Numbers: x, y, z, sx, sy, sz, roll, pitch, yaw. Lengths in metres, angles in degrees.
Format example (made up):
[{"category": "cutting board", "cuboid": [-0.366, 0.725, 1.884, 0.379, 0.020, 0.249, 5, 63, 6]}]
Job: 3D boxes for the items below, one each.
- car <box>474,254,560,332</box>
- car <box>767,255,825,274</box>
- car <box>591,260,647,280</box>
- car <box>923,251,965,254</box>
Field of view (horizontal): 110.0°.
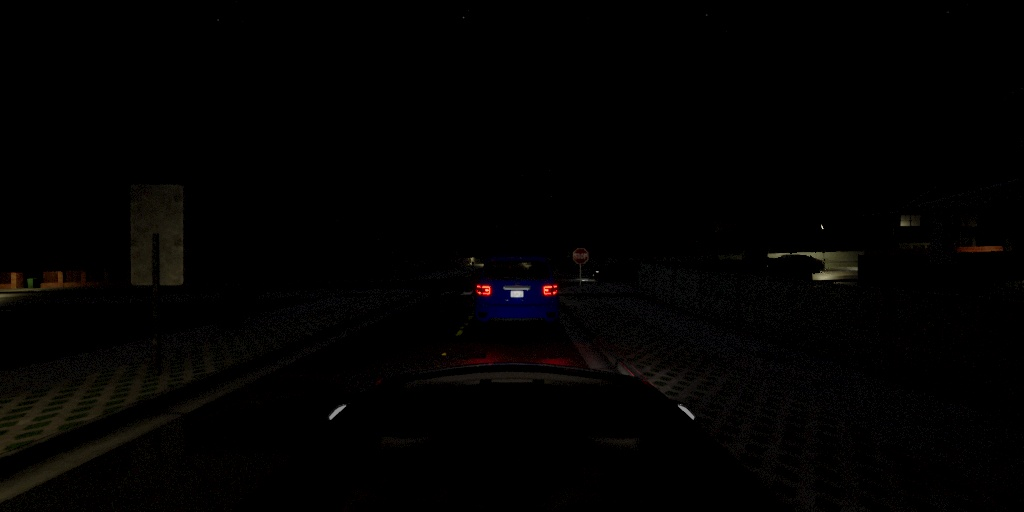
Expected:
[{"category": "car", "cuboid": [0.122, 0.966, 10.937, 2.150, 2.045, 5.566, 0, 0, 0]}, {"category": "car", "cuboid": [20.492, 0.628, 26.649, 4.674, 1.442, 1.812, -1, 0, 0]}, {"category": "car", "cuboid": [8.681, 0.975, 26.613, 5.357, 1.411, 2.033, -2, 0, 0]}, {"category": "car", "cuboid": [31.984, 0.337, 26.701, 5.357, 1.411, 2.033, -2, 0, 0]}]
